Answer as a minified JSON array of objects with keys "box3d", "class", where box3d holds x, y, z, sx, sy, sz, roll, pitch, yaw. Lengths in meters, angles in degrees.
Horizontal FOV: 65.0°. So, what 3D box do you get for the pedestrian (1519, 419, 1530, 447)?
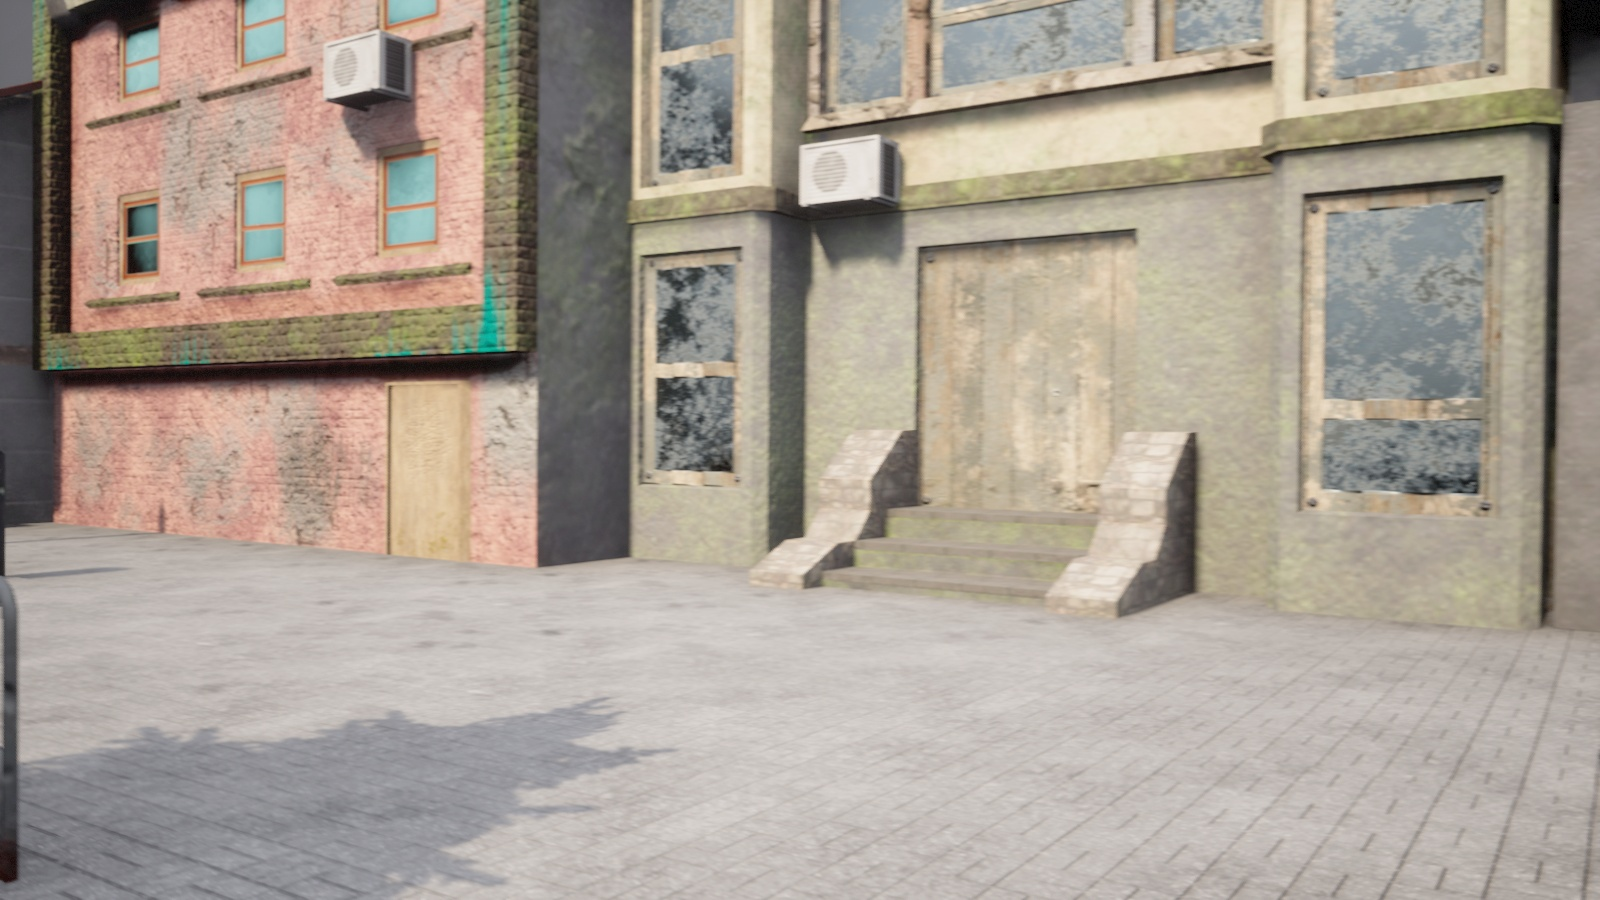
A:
[{"box3d":[47.719,-1.129,82.712,0.594,1.836,0.345,0,1,42],"class":"pedestrian"}]
